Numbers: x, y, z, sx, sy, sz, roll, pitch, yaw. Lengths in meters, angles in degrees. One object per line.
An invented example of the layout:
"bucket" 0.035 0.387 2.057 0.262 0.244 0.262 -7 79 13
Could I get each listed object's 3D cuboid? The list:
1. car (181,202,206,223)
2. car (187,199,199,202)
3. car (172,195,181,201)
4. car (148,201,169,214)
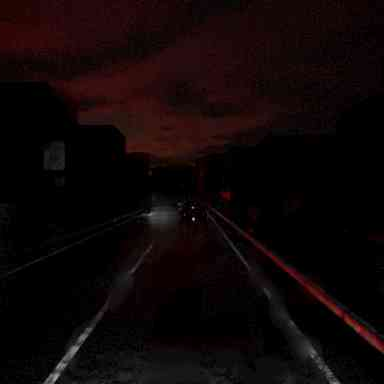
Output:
"car" 0.111 1.675 26.232 1.895 1.301 4.718 0 0 0
"car" 0.108 1.650 42.918 1.837 1.490 4.892 0 0 0
"car" -3.518 1.405 76.782 1.895 1.301 4.718 0 1 0
"car" -3.578 1.682 36.279 1.994 1.385 4.181 0 0 0
